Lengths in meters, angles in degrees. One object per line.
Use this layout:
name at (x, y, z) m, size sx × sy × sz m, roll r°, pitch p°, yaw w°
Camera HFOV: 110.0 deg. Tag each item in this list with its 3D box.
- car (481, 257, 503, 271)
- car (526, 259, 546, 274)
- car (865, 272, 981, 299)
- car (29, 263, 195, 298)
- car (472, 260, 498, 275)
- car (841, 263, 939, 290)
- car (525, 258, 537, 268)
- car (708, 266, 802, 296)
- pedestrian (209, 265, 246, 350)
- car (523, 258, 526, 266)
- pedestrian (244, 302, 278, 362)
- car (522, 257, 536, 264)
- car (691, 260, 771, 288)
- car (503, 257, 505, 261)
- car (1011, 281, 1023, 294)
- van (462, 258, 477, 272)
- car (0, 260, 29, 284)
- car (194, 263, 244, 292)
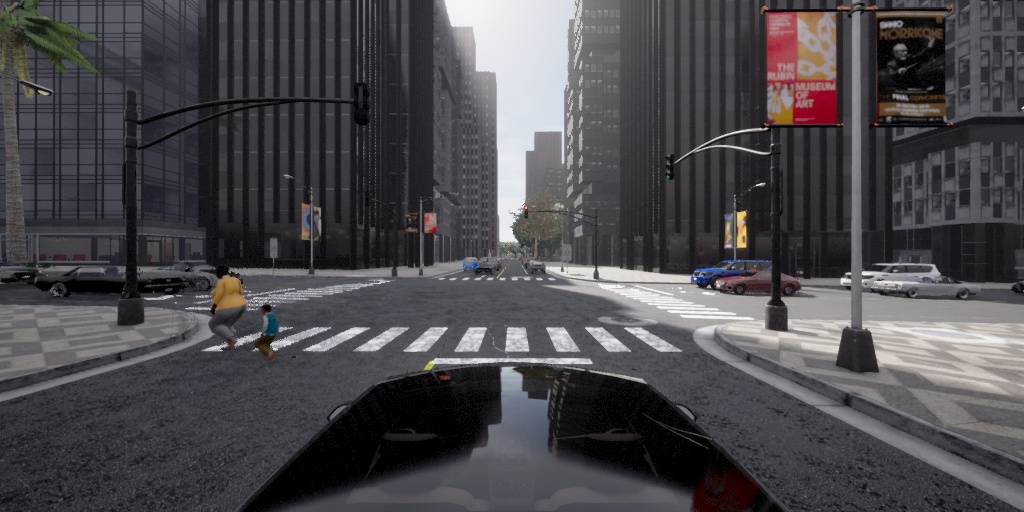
car at (-2.783, 1.113, 49.283) m, size 2.097 × 1.767 × 4.553 m, roll 0°, pitch 0°, yaw 1°
car at (2.993, 1.309, 41.784) m, size 2.007 × 1.370 × 4.403 m, roll 0°, pitch 0°, yaw 1°
car at (24.827, 1.841, 21.670) m, size 4.718 × 1.301 × 1.895 m, roll 1°, pitch 0°, yaw 0°
car at (-16.677, 1.073, 15.138) m, size 4.718 × 1.301 × 1.895 m, roll 1°, pitch 0°, yaw 1°
car at (-2.890, 1.358, 39.000) m, size 1.895 × 1.301 × 4.718 m, roll 0°, pitch 0°, yaw 1°
car at (26.290, 1.496, 24.911) m, size 5.566 × 2.045 × 2.150 m, roll 1°, pitch 0°, yaw 0°
car at (3.050, 1.285, 47.467) m, size 1.751 × 1.417 × 4.829 m, roll 0°, pitch 0°, yaw 1°
car at (14.846, 1.579, 21.713) m, size 4.674 × 1.442 × 1.812 m, roll 1°, pitch 0°, yaw 0°
pedestrian at (-5.942, 1.044, 7.478) m, size 0.375 × 1.860 × 0.375 m, roll 0°, pitch 0°, yaw 0°
car at (3.104, 1.313, 52.809) m, size 2.007 × 1.370 × 4.403 m, roll 0°, pitch 0°, yaw 1°
pedestrian at (-4.575, 1.424, 6.756) m, size 0.500 × 1.100 × 0.500 m, roll 0°, pitch 0°, yaw 0°
car at (3.160, 1.079, 58.322) m, size 2.192 × 1.841 × 5.009 m, roll 0°, pitch 0°, yaw 1°
car at (15.533, 1.294, 24.954) m, size 5.566 × 2.045 × 2.150 m, roll 1°, pitch 0°, yaw 0°
car at (-2.674, 1.270, 59.544) m, size 1.837 × 1.490 × 4.892 m, roll 0°, pitch 0°, yaw 1°
car at (37.706, 2.056, 24.847) m, size 4.181 × 1.385 × 1.994 m, roll 1°, pitch 0°, yaw 1°
van at (-5.476, 1.101, 47.380) m, size 1.690 × 1.789 × 3.998 m, roll 0°, pitch 0°, yaw 1°
car at (-26.999, 0.860, 18.435) m, size 4.181 × 1.385 × 1.994 m, roll 1°, pitch 0°, yaw 0°
car at (-16.286, 1.049, 18.395) m, size 4.181 × 1.385 × 1.994 m, roll 1°, pitch 0°, yaw 0°
